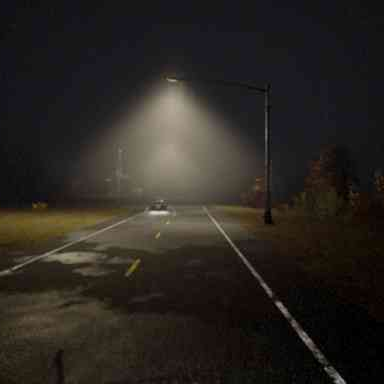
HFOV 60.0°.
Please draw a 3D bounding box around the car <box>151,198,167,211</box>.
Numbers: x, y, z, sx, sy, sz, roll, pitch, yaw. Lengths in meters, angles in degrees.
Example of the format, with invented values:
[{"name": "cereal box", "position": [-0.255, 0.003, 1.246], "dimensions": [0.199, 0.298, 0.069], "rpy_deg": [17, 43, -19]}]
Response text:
[{"name": "car", "position": [-4.154, 1.530, 42.091], "dimensions": [2.128, 1.511, 4.902], "rpy_deg": [0, 0, -5]}]
